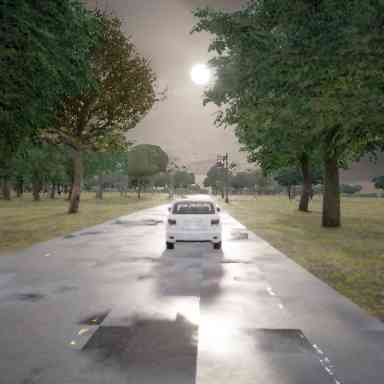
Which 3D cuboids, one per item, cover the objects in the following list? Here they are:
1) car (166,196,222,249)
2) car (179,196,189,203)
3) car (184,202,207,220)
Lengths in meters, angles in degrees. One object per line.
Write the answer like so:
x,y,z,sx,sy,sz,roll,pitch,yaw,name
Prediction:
0.090,1.265,14.652,2.150,2.045,5.566,0,0,1,car
-1.700,1.582,70.113,1.837,1.490,4.892,0,0,2,car
0.359,1.640,29.630,1.895,1.301,4.718,0,0,1,car
